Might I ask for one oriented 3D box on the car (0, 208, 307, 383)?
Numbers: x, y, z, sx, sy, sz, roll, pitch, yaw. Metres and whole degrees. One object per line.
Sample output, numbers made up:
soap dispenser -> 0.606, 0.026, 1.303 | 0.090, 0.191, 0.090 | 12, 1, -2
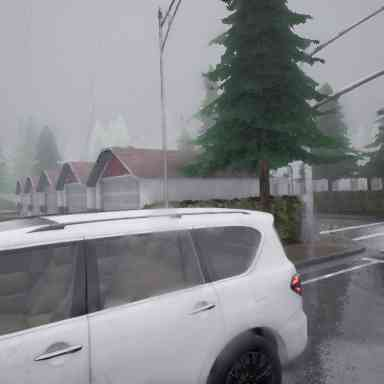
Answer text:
car -> -1.340, 1.241, 3.036 | 5.566, 2.045, 2.150 | -1, 0, -34
